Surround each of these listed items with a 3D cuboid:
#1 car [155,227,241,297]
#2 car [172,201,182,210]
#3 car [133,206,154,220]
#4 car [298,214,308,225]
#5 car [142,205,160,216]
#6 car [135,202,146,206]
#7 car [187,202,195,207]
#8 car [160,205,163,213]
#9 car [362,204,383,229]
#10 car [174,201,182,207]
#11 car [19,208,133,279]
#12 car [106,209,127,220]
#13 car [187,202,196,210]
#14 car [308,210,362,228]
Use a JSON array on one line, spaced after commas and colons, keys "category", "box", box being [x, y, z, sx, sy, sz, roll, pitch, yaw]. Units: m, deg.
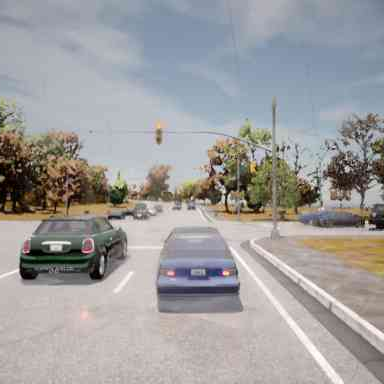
[{"category": "car", "box": [0.077, 1.643, 8.925, 2.033, 1.411, 5.357, 0, -1, -1]}, {"category": "car", "box": [-3.635, 3.520, 77.862, 1.895, 1.301, 4.718, 0, 0, 0]}, {"category": "car", "box": [-7.173, 3.147, 47.829, 2.128, 1.511, 4.902, 0, -2, 1]}, {"category": "car", "box": [13.191, 2.517, 33.151, 5.008, 1.535, 1.882, 0, -3, -1]}, {"category": "car", "box": [-7.180, 3.419, 57.721, 1.812, 1.442, 4.674, 0, -1, 0]}, {"category": "car", "box": [-10.619, 3.188, 68.270, 2.150, 2.045, 5.566, 0, 0, 0]}, {"category": "car", "box": [-0.247, 3.284, 87.986, 1.994, 1.385, 4.181, 0, 0, -3]}, {"category": "car", "box": [-7.119, 3.468, 69.171, 1.837, 1.490, 4.892, 0, 0, 0]}, {"category": "car", "box": [16.854, 1.935, 26.069, 5.566, 2.045, 2.150, 0, -3, -4]}, {"category": "car", "box": [-3.745, 3.227, 87.895, 1.837, 1.490, 4.892, 0, 0, -3]}, {"category": "car", "box": [-3.434, 1.484, 10.543, 2.097, 1.767, 4.553, 0, -1, 0]}, {"category": "car", "box": [-10.714, 3.198, 47.636, 2.033, 1.411, 5.357, 0, -2, -3]}, {"category": "car", "box": [-0.134, 3.448, 77.803, 1.812, 1.442, 4.674, 0, 0, 0]}, {"category": "car", "box": [13.023, 2.443, 29.657, 4.181, 1.385, 1.994, 0, -3, -2]}]
